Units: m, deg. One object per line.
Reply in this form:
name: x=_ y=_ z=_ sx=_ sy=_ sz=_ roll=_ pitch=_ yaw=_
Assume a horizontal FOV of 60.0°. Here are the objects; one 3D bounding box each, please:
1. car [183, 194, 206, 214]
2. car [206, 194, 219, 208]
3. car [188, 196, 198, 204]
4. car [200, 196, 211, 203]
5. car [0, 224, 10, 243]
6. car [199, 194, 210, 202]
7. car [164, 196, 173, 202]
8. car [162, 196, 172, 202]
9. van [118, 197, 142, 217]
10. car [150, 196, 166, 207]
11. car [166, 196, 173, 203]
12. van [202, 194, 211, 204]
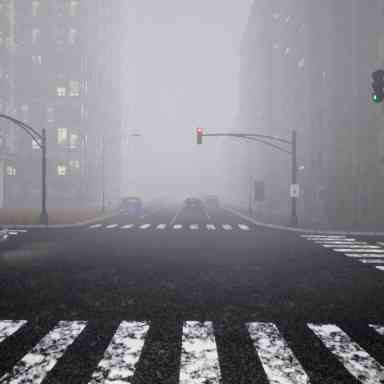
car: x=0.118 y=1.360 z=35.564 sx=2.097 sy=1.767 sz=4.553 roll=0 pitch=0 yaw=0
car: x=2.732 y=1.330 z=47.251 sx=2.192 sy=1.841 sz=5.009 roll=0 pitch=0 yaw=0
car: x=0.159 y=1.502 z=63.364 sx=1.882 sy=1.535 sz=5.008 roll=0 pitch=0 yaw=0
car: x=2.752 y=1.580 z=69.454 sx=2.008 sy=1.369 sz=4.403 roll=0 pitch=0 yaw=0
car: x=-9.324 y=1.376 z=12.214 sx=4.674 sy=1.442 sz=1.812 roll=1 pitch=0 yaw=-10
car: x=2.756 y=1.349 z=75.005 sx=2.192 sy=1.841 sz=5.009 roll=0 pitch=0 yaw=0
car: x=-5.619 y=1.590 z=80.563 sx=2.008 sy=1.369 sz=4.403 roll=0 pitch=0 yaw=0
car: x=-5.624 y=1.559 z=74.841 sx=1.752 sy=1.417 sz=4.829 roll=0 pitch=0 yaw=0
van: x=-5.663 y=1.347 z=30.604 sx=1.690 sy=1.788 sz=3.998 roll=0 pitch=0 yaw=0
car: x=-5.643 y=1.543 z=52.638 sx=1.752 sy=1.417 sz=4.829 roll=0 pitch=0 yaw=0
car: x=-5.629 y=1.469 z=69.461 sx=1.967 sy=1.590 sz=4.097 roll=0 pitch=0 yaw=0
van: x=2.747 y=1.366 z=63.904 sx=1.690 sy=1.788 sz=3.998 roll=0 pitch=0 yaw=0
